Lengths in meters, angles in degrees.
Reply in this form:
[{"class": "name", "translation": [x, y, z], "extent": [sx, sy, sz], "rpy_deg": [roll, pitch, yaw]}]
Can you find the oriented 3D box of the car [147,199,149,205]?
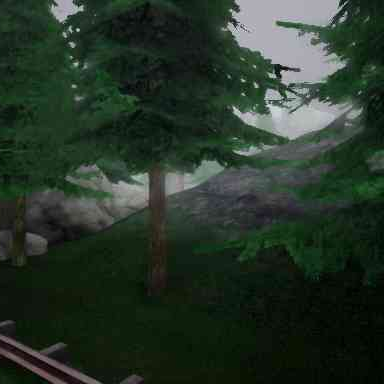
[{"class": "car", "translation": [-6.135, 1.510, 38.549], "extent": [1.812, 1.442, 4.674], "rpy_deg": [0, 0, 37]}]
